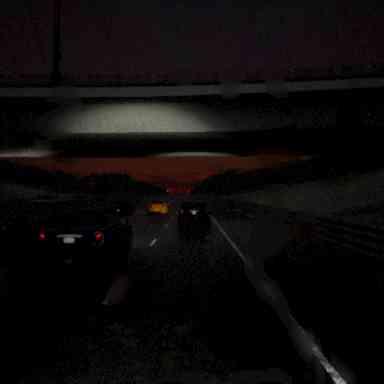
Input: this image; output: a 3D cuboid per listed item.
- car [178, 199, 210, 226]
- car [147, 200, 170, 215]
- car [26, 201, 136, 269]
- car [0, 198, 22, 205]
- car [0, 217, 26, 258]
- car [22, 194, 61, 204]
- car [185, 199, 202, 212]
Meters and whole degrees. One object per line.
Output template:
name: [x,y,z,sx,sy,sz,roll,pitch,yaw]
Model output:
car: [0.128,1.368,23.410,2.097,1.767,4.553,0,0,0]
car: [-3.360,1.513,33.784,1.882,1.535,5.008,0,0,0]
car: [-3.386,1.357,11.284,2.097,1.767,4.553,0,0,0]
car: [-21.041,1.555,39.658,1.837,1.490,4.892,0,0,0]
car: [-6.885,1.607,12.735,1.895,1.301,4.718,0,0,0]
car: [-17.543,1.271,39.809,2.150,2.045,5.566,0,0,0]
car: [0.146,1.603,41.846,2.033,1.411,5.357,0,0,0]
